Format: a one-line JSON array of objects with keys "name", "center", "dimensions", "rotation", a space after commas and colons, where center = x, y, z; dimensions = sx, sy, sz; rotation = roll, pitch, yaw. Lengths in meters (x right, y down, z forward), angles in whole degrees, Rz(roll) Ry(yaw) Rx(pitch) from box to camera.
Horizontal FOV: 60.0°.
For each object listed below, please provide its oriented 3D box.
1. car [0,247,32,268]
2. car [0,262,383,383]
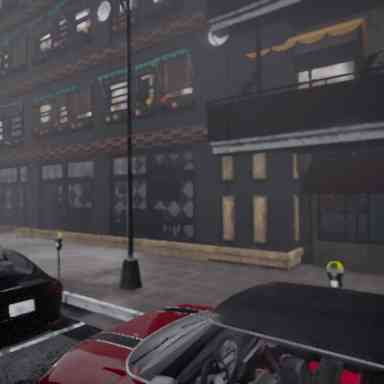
[{"name": "car", "center": [-3.993, 1.630, 5.724], "dimensions": [4.313, 1.339, 1.947], "rotation": [-1, -1, 35]}, {"name": "car", "center": [0.620, 1.448, 2.436], "dimensions": [4.097, 1.590, 1.967], "rotation": [-1, -1, 35]}]
